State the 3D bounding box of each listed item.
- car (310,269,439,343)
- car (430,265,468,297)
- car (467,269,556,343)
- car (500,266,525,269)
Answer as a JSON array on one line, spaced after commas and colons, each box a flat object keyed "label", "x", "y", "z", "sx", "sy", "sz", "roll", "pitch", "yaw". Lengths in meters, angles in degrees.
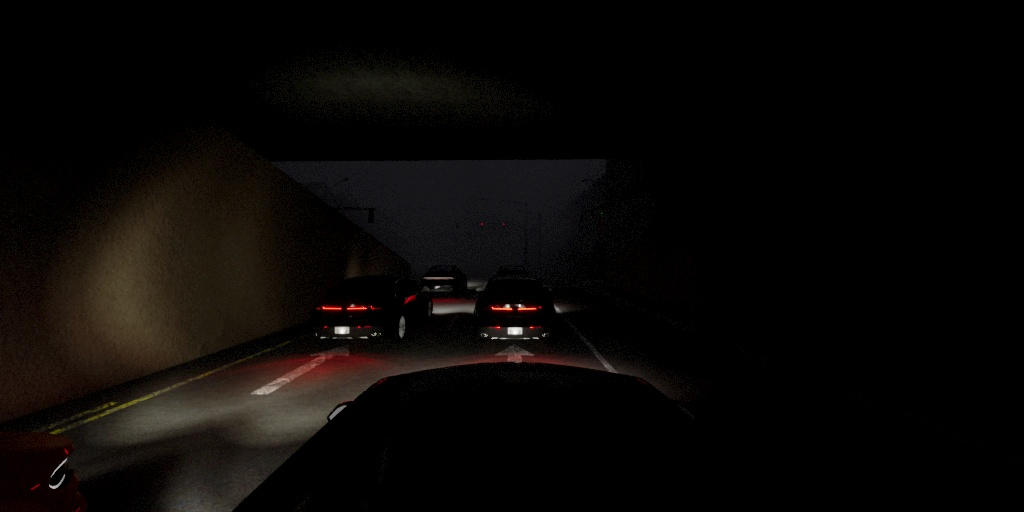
[{"label": "car", "x": -3.446, "y": 1.255, "z": 9.667, "sx": 1.837, "sy": 1.490, "sz": 4.892, "roll": 0, "pitch": 0, "yaw": 0}, {"label": "car", "x": -3.481, "y": 1.241, "z": 18.984, "sx": 2.128, "sy": 1.511, "sz": 4.902, "roll": 0, "pitch": 0, "yaw": -1}, {"label": "car", "x": 0.054, "y": 1.255, "z": 9.609, "sx": 1.837, "sy": 1.490, "sz": 4.892, "roll": 0, "pitch": 0, "yaw": 0}, {"label": "car", "x": 0.015, "y": 1.255, "z": 19.019, "sx": 1.837, "sy": 1.490, "sz": 4.892, "roll": 0, "pitch": 0, "yaw": 0}]
